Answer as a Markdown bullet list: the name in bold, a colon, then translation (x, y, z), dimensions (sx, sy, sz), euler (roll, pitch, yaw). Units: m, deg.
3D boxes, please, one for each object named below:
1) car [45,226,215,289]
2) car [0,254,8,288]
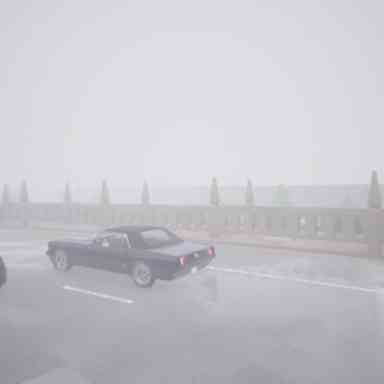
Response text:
- **car**: translation (-1.847, 1.583, 9.122), dimensions (4.718, 1.301, 1.895), euler (0, 0, 31)
- **car**: translation (-6.173, 1.566, 7.565), dimensions (4.181, 1.385, 1.994), euler (0, 0, 30)
